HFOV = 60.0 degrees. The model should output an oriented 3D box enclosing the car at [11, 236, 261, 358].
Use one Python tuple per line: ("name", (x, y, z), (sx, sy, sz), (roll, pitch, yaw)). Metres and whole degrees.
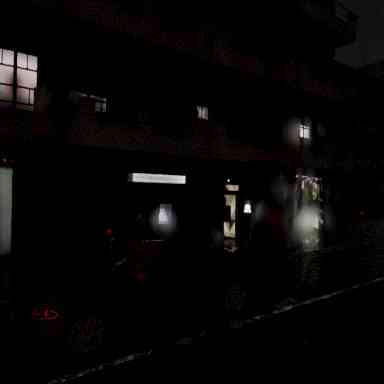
("car", (-0.725, 1.546, 6.030), (4.507, 1.381, 1.887), (0, 1, -36))
